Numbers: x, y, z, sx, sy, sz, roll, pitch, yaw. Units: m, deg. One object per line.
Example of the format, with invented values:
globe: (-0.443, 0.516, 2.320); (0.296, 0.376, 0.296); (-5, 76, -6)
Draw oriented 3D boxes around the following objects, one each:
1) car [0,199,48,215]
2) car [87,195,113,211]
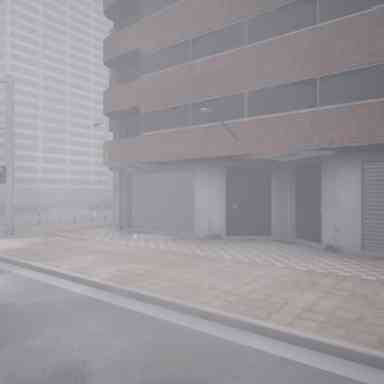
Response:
car: (-16.770, 1.505, 32.710); (1.837, 1.490, 4.892); (0, 0, 37)
car: (-10.518, 1.505, 40.963); (1.837, 1.490, 4.892); (0, 0, 37)
